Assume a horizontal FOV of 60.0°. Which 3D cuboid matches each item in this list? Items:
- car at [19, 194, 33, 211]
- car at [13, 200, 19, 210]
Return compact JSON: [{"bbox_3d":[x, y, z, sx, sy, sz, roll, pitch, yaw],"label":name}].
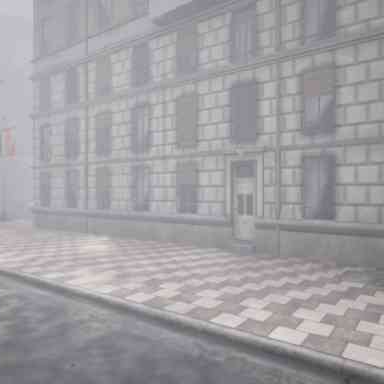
[{"bbox_3d":[-17.118,1.352,38.901,2.097,1.767,4.553,0,0,36],"label":"car"},{"bbox_3d":[-19.310,1.221,41.848,2.150,2.045,5.566,0,0,36],"label":"car"}]
